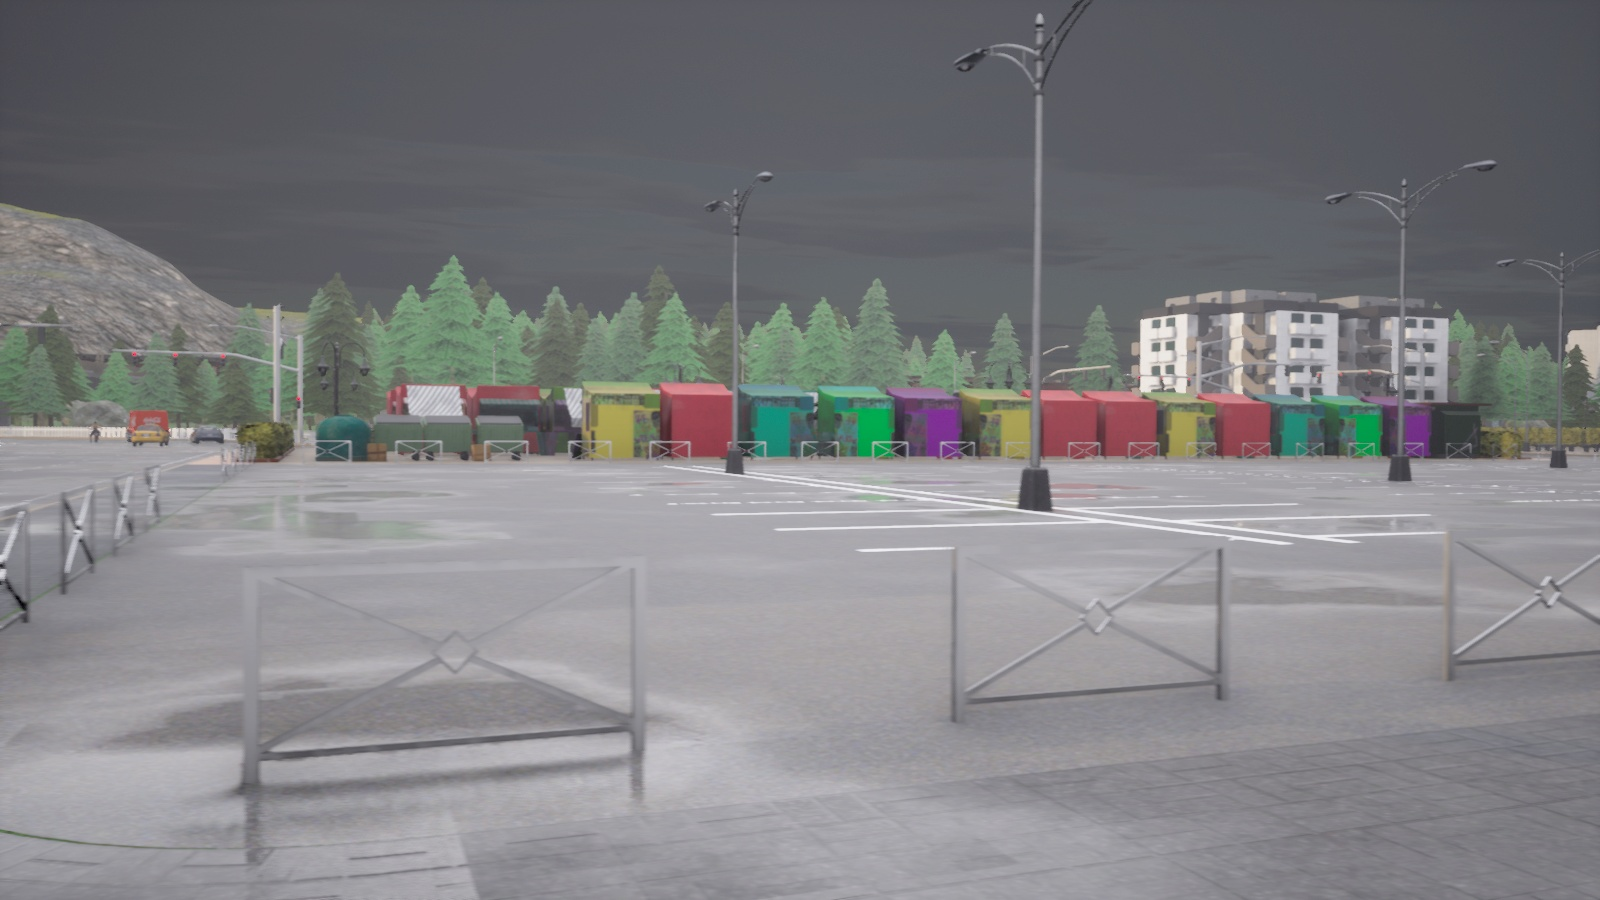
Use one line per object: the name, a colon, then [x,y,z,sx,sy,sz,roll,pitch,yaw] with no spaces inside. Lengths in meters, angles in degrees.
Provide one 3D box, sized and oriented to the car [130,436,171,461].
car: [-43.147,-0.129,83.483,1.801,1.575,5.366,-1,1,-21]
